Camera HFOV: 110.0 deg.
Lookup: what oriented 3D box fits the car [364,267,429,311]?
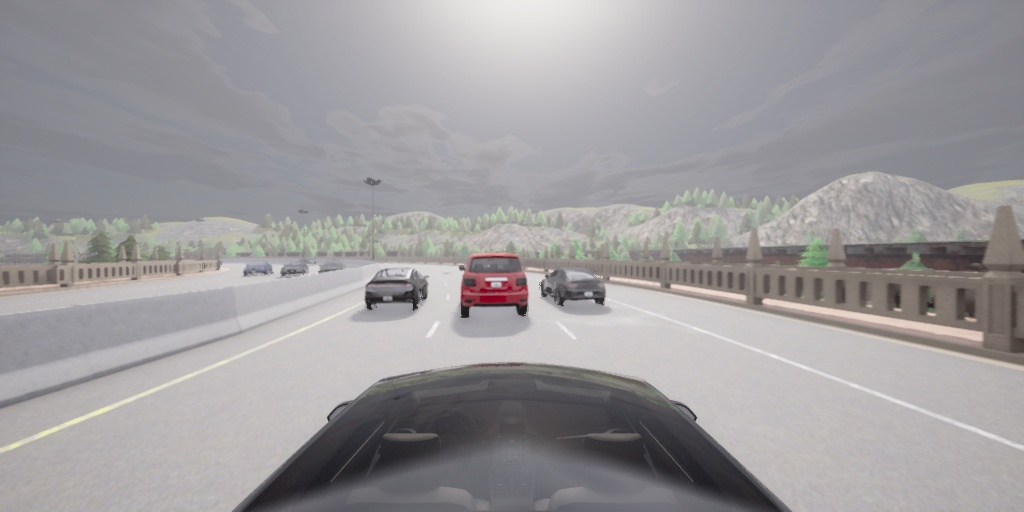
[{"bbox_3d":[-4.469,1.194,14.378,2.128,1.511,4.902,0,0,-8],"label":"car"}]

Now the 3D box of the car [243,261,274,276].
[{"bbox_3d":[-24.929,1.195,35.404,1.812,1.442,4.674,0,0,-24],"label":"car"}]

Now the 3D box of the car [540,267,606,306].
[{"bbox_3d":[2.467,1.201,15.236,1.812,1.442,4.674,0,0,-8],"label":"car"}]

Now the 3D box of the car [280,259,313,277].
[{"bbox_3d":[-20.795,1.223,34.516,1.994,1.385,4.181,0,0,-22],"label":"car"}]

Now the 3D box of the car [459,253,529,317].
[{"bbox_3d":[-0.764,0.918,13.197,2.150,2.045,5.566,0,0,-6],"label":"car"}]

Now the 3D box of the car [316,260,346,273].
[{"bbox_3d":[-16.505,1.156,33.155,1.837,1.490,4.892,0,0,-20],"label":"car"}]
